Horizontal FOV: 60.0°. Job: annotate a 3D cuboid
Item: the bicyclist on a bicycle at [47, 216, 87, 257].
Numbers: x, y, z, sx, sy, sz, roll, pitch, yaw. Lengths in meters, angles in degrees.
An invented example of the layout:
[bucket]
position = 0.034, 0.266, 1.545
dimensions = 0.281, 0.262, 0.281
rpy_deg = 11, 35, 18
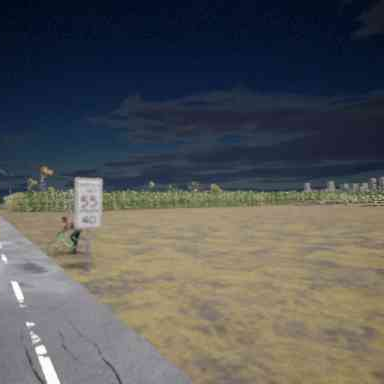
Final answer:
[bicyclist on a bicycle]
position = -5.060, 1.808, 13.633
dimensions = 1.656, 1.620, 0.582
rpy_deg = 0, -1, -32
